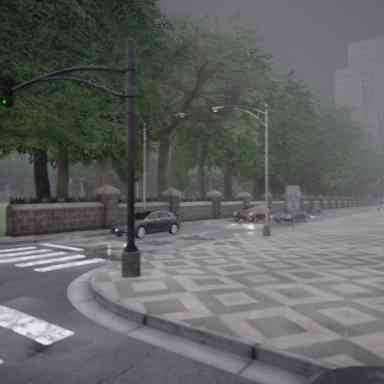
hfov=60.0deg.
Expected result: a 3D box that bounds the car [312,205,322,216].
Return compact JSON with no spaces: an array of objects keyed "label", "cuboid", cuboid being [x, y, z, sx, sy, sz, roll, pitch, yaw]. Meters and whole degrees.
[{"label":"car","cuboid":[17.248,2.610,47.744,2.033,1.411,5.357,0,-1,35]}]

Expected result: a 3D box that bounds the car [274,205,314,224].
[{"label":"car","cuboid":[9.348,2.209,31.116,2.033,1.411,5.357,0,-1,35]}]

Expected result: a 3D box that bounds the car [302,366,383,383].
[{"label":"car","cuboid":[2.442,1.551,1.226,4.403,1.369,2.008,0,0,35]}]

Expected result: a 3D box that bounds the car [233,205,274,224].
[{"label":"car","cuboid":[5.660,1.978,31.424,2.097,1.767,4.553,0,-1,35]}]

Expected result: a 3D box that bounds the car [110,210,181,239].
[{"label":"car","cuboid":[-2.612,1.834,19.665,1.837,1.490,4.892,0,-1,35]}]
